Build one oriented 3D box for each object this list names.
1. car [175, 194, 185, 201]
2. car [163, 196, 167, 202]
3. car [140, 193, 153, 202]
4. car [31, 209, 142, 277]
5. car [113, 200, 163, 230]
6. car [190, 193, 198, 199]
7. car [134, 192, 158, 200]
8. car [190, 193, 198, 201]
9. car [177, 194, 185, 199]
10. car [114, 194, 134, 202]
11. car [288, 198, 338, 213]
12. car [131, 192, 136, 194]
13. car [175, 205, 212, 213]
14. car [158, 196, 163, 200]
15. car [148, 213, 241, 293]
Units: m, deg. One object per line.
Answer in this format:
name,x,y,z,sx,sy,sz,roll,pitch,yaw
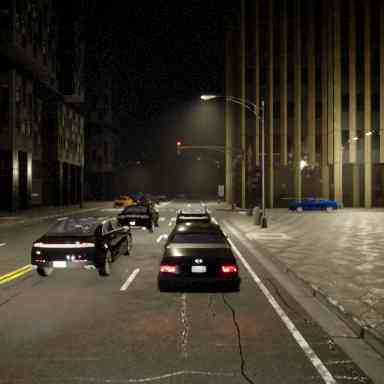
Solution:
car,-2.851,1.316,77.142,2.128,1.511,4.902,0,0,0
car,-6.168,1.438,67.576,1.895,1.301,4.718,0,0,1
car,-9.396,1.184,68.892,2.097,1.767,4.553,0,0,0
car,-3.099,1.487,10.255,2.128,1.511,4.902,0,0,0
car,-3.052,1.460,19.631,1.882,1.535,5.008,0,0,0
car,0.454,1.117,87.546,2.128,1.511,4.902,0,0,0
car,-6.332,1.271,45.991,2.097,1.767,4.553,0,0,-1
car,0.399,1.291,77.124,1.837,1.490,4.892,0,0,0
car,-2.796,1.187,87.594,1.895,1.301,4.718,0,0,0
car,-9.608,1.394,46.546,1.882,1.535,5.008,0,0,0
car,12.715,1.369,35.075,5.008,1.535,1.882,0,0,1
car,-9.542,1.102,56.486,2.150,2.045,5.566,0,0,1
car,0.095,1.476,18.724,2.128,1.511,4.902,0,0,0
car,-6.312,1.451,54.777,1.994,1.385,4.181,0,0,0
car,0.145,1.544,8.980,2.033,1.411,5.357,0,0,0
